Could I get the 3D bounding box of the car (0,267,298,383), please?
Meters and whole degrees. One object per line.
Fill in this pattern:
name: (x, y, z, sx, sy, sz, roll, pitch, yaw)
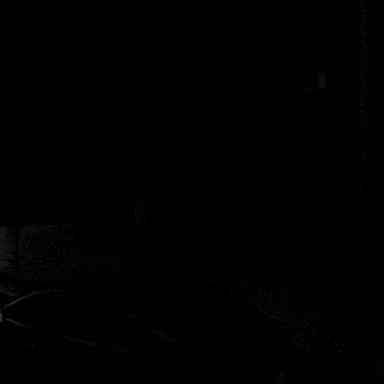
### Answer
car: (-1.023, 1.571, 3.811, 4.313, 1.339, 1.947, 0, 0, 36)
